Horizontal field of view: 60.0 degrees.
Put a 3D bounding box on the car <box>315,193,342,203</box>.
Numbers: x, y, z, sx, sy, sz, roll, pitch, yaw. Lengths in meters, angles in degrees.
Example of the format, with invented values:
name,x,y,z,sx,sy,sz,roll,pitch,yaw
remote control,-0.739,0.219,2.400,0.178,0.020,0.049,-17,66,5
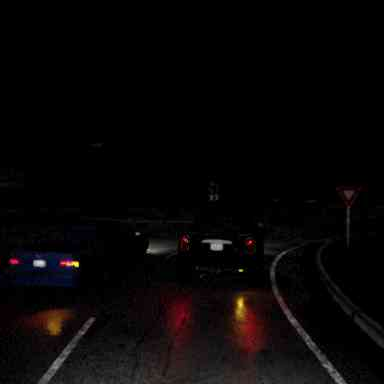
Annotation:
name,x,y,z,sx,sy,sz,roll,pitch,yaw
car,20.606,0.893,50.172,1.812,1.442,4.674,0,2,-15

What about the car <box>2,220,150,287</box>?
name,x,y,z,sx,sy,sz,roll,pitch,yaw
car,-2.753,1.500,9.316,2.033,1.411,5.357,0,0,9

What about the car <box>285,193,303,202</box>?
name,x,y,z,sx,sy,sz,roll,pitch,yaw
car,16.007,0.828,53.859,1.994,1.385,4.181,-1,2,-23

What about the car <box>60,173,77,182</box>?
name,x,y,z,sx,sy,sz,roll,pitch,yaw
car,-31.126,-3.525,87.460,2.231,1.521,4.892,7,6,28

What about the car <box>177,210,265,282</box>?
name,x,y,z,sx,sy,sz,roll,pitch,yaw
car,1.058,1.310,9.973,2.097,1.767,4.553,0,0,13
